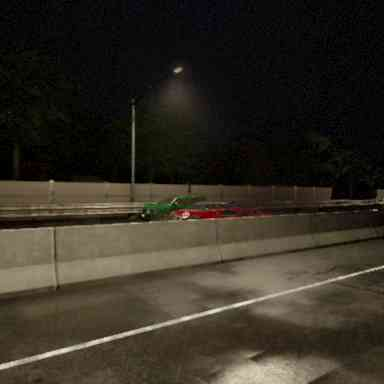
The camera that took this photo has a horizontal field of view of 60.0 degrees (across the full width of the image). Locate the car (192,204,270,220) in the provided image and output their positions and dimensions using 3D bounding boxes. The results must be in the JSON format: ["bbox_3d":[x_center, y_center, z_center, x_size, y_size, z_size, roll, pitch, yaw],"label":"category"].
[{"bbox_3d":[2.556,1.590,18.715,4.674,1.442,1.812,0,0,-35],"label":"car"}]

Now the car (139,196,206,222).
[{"bbox_3d":[-1.136,1.288,24.667,5.566,2.045,2.150,0,0,-36],"label":"car"}]

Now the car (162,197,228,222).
[{"bbox_3d":[0.695,1.417,21.687,4.553,1.767,2.097,0,0,-35],"label":"car"}]
